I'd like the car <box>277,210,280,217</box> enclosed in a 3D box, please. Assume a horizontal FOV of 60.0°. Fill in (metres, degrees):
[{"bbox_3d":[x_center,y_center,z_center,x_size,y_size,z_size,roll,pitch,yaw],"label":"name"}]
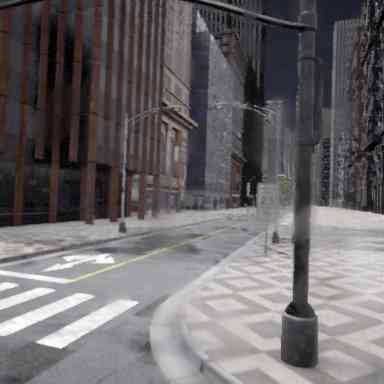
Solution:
[{"bbox_3d":[12.610,3.180,52.247,1.837,1.490,4.892,2,-1,18],"label":"car"}]
